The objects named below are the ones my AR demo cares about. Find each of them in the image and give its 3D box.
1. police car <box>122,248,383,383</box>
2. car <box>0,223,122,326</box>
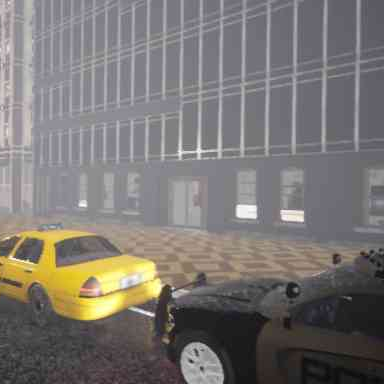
[{"bbox_3d":[1.854,1.436,3.436,5.238,1.638,1.930,1,0,35],"label":"police car"},{"bbox_3d":[-3.103,1.421,6.956,5.366,1.575,1.801,1,0,35],"label":"car"}]
